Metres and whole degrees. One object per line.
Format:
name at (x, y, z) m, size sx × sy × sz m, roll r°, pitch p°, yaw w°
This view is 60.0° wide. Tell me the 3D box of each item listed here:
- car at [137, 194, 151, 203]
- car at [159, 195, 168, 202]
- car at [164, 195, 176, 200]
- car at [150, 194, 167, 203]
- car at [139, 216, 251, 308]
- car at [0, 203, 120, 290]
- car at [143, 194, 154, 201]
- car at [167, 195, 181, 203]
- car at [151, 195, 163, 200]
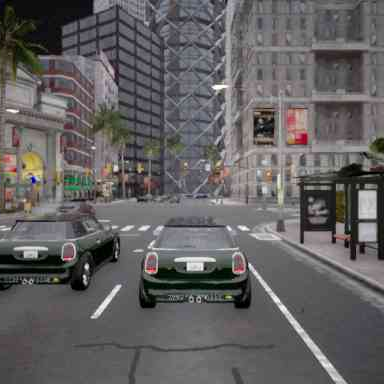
car at (-10.443, 1.590, 70.420) m, size 1.895 × 1.301 × 4.718 m, roll 0°, pitch 0°, yaw 0°
car at (-6.933, 1.518, 80.639) m, size 1.812 × 1.442 × 4.674 m, roll 0°, pitch 0°, yaw 0°
car at (-5.963, 1.533, 91.176) m, size 2.033 × 1.411 × 5.357 m, roll 0°, pitch 0°, yaw 10°
car at (-6.943, 1.520, 70.462) m, size 2.128 × 1.511 × 4.902 m, roll 0°, pitch 0°, yaw 0°
car at (0.070, 1.351, 8.063) m, size 2.097 × 1.767 × 4.553 m, roll 0°, pitch 0°, yaw 0°
car at (-3.422, 1.351, 9.208) m, size 2.097 × 1.767 × 4.553 m, roll 0°, pitch 0°, yaw 0°
car at (-10.432, 1.349, 80.715) m, size 2.097 × 1.767 × 4.553 m, roll 0°, pitch 0°, yaw 0°
car at (-3.392, 1.542, 68.790) m, size 2.033 × 1.411 × 5.357 m, roll 0°, pitch 0°, yaw 0°
car at (-9.583, 1.589, 90.885) m, size 1.895 × 1.301 × 4.718 m, roll 0°, pitch 0°, yaw 10°
